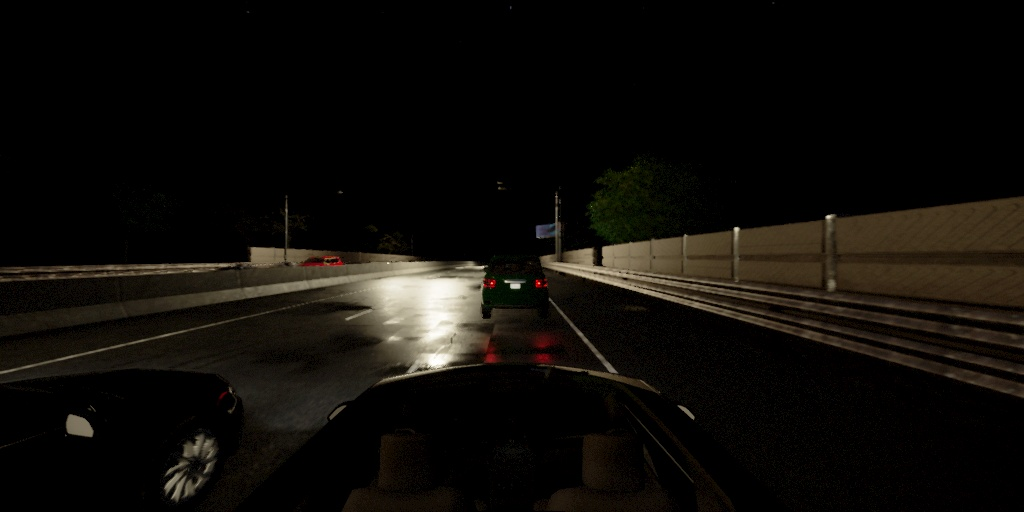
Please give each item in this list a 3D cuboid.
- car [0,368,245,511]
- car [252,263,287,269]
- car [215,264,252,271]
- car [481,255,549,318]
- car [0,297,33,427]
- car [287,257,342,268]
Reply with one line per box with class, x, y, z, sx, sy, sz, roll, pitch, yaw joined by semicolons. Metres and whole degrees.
car;-3.400;1.255;1.331;1.837;1.490;4.892;0;0;0
car;-21.094;1.346;33.281;2.128;1.511;4.902;0;0;0
car;-24.592;1.412;32.217;1.994;1.385;4.181;0;0;0
car;0.100;0.989;13.283;2.150;2.045;5.566;0;0;0
car;-6.900;1.255;2.029;1.837;1.490;4.892;0;0;0
car;-17.597;1.073;32.840;2.150;2.045;5.566;0;0;0
